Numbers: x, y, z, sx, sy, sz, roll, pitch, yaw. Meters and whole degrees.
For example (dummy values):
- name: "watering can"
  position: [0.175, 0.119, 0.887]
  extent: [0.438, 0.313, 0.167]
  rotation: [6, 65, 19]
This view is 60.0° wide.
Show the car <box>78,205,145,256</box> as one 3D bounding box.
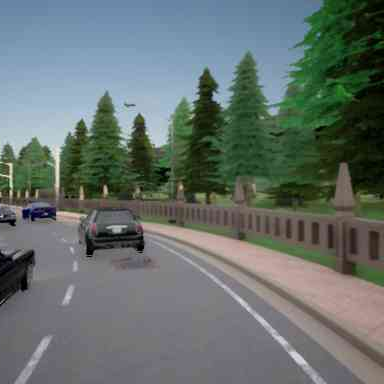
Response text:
- name: "car"
  position: [-3.439, 1.382, 13.628]
  extent: [2.097, 1.767, 4.553]
  rotation: [-1, 0, -23]

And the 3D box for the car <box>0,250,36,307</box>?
- name: "car"
  position: [-4.363, 1.641, 6.082]
  extent: [1.895, 1.301, 4.718]
  rotation: [-1, 0, -12]

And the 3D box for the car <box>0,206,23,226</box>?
- name: "car"
  position: [-14.024, 1.676, 23.881]
  extent: [2.033, 1.411, 5.357]
  rotation: [-1, 0, -38]

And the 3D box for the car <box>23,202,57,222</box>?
- name: "car"
  position: [-13.016, 1.597, 28.194]
  extent: [1.882, 1.535, 5.008]
  rotation: [-1, 0, -38]
